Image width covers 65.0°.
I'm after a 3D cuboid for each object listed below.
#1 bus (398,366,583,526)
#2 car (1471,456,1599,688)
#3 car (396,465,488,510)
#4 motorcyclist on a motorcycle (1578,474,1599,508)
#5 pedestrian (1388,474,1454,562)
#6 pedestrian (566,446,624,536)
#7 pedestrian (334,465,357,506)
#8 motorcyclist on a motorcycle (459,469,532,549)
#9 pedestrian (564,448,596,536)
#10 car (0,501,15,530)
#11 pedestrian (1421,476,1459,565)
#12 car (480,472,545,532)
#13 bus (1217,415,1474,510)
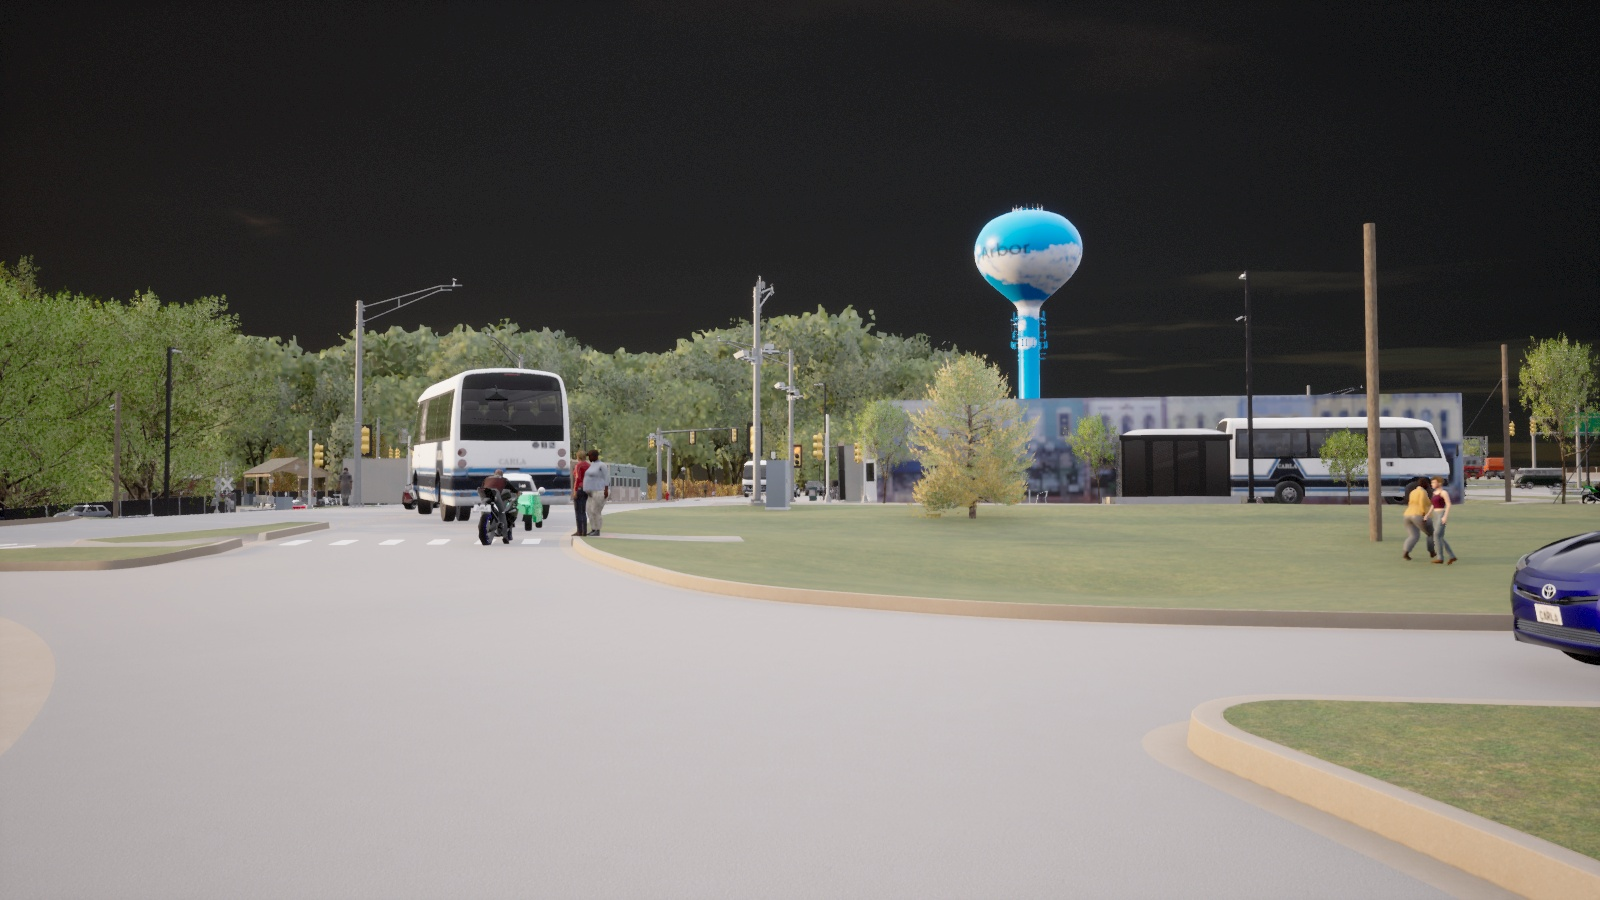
[{"bbox_3d":[-9.868,-0.054,38.898,3.944,4.253,10.273,0,-1,-23],"label":"bus"},{"bbox_3d":[7.531,0.823,8.826,4.514,1.525,2.007,0,-2,2],"label":"car"},{"bbox_3d":[-13.707,1.434,48.392,2.033,1.649,4.856,0,-2,2],"label":"car"},{"bbox_3d":[36.382,1.852,56.627,2.044,1.523,0.797,-2,-3,21],"label":"motorcyclist on a motorcycle"},{"bbox_3d":[13.437,1.469,27.181,0.900,1.855,0.874,0,-3,-11],"label":"pedestrian"},{"bbox_3d":[-4.329,0.871,26.512,0.900,1.855,0.874,2,-3,-38],"label":"pedestrian"},{"bbox_3d":[-21.893,1.713,60.523,0.659,1.952,0.873,0,-3,8],"label":"pedestrian"},{"bbox_3d":[-6.114,1.153,25.371,0.866,1.530,2.191,0,-1,2],"label":"motorcyclist on a motorcycle"},{"bbox_3d":[-4.636,0.887,26.489,0.636,1.846,0.331,-2,-3,42],"label":"pedestrian"},{"bbox_3d":[-52.340,4.215,79.889,1.905,1.878,3.866,-1,-1,14],"label":"car"},{"bbox_3d":[13.234,1.453,25.975,0.594,1.836,0.345,0,-3,5],"label":"pedestrian"},{"bbox_3d":[-7.036,1.252,30.901,1.481,1.376,2.207,0,-1,-11],"label":"car"},{"bbox_3d":[25.256,0.647,58.805,10.273,4.253,3.944,0,-3,8],"label":"bus"}]
